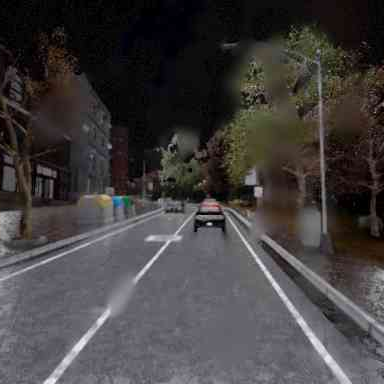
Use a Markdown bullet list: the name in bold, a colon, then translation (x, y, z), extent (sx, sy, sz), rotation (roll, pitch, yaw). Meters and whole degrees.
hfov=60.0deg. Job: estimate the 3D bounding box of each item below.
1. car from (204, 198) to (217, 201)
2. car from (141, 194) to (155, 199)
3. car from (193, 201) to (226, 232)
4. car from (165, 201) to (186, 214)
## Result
- **car**: translation (2.083, 1.473, 38.416), extent (2.097, 1.767, 4.553), rotation (0, 0, 3)
- **car**: translation (-9.988, 1.123, 75.971), extent (1.882, 1.535, 5.008), rotation (4, -1, -30)
- **car**: translation (1.100, 1.553, 20.763), extent (2.128, 1.511, 4.902), rotation (0, 0, 3)
- **car**: translation (-1.774, 1.685, 36.259), extent (1.994, 1.385, 4.181), rotation (0, 0, 3)
